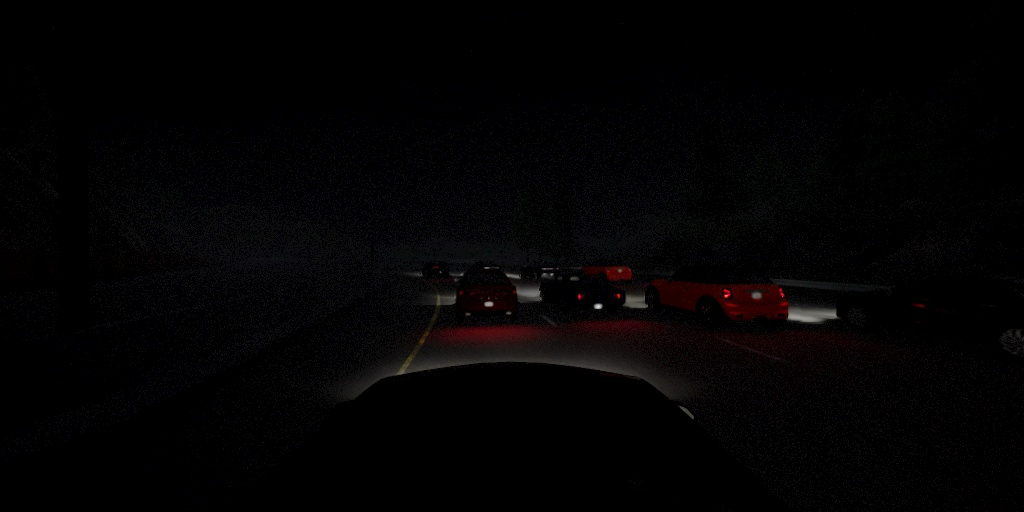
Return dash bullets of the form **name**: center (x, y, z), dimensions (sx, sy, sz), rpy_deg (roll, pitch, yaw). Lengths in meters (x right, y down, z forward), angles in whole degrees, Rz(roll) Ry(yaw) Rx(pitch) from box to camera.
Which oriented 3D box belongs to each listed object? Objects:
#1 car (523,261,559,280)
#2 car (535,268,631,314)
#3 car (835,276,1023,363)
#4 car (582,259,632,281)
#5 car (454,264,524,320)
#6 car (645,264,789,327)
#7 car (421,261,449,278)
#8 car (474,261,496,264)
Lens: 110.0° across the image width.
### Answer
- **car**: center (2.162, 1.159, 28.663), dimensions (2.128, 1.511, 4.902), rpy_deg (0, 0, -18)
- **car**: center (2.411, 1.308, 13.598), dimensions (1.895, 1.301, 4.718), rpy_deg (0, 0, -9)
- **car**: center (10.054, 1.190, 7.979), dimensions (1.837, 1.490, 4.892), rpy_deg (0, 0, -4)
- **car**: center (6.639, 1.005, 26.008), dimensions (2.097, 1.767, 4.553), rpy_deg (0, 0, -16)
- **car**: center (-1.002, 1.203, 12.586), dimensions (1.882, 1.535, 5.008), rpy_deg (0, 0, -8)
- **car**: center (6.155, 1.047, 11.474), dimensions (2.097, 1.767, 4.553), rpy_deg (0, 0, -6)
- **car**: center (-7.170, 1.191, 33.309), dimensions (2.128, 1.511, 4.902), rpy_deg (0, 0, -24)
- **car**: center (-2.435, 1.175, 31.015), dimensions (2.128, 1.511, 4.902), rpy_deg (0, 0, -21)
